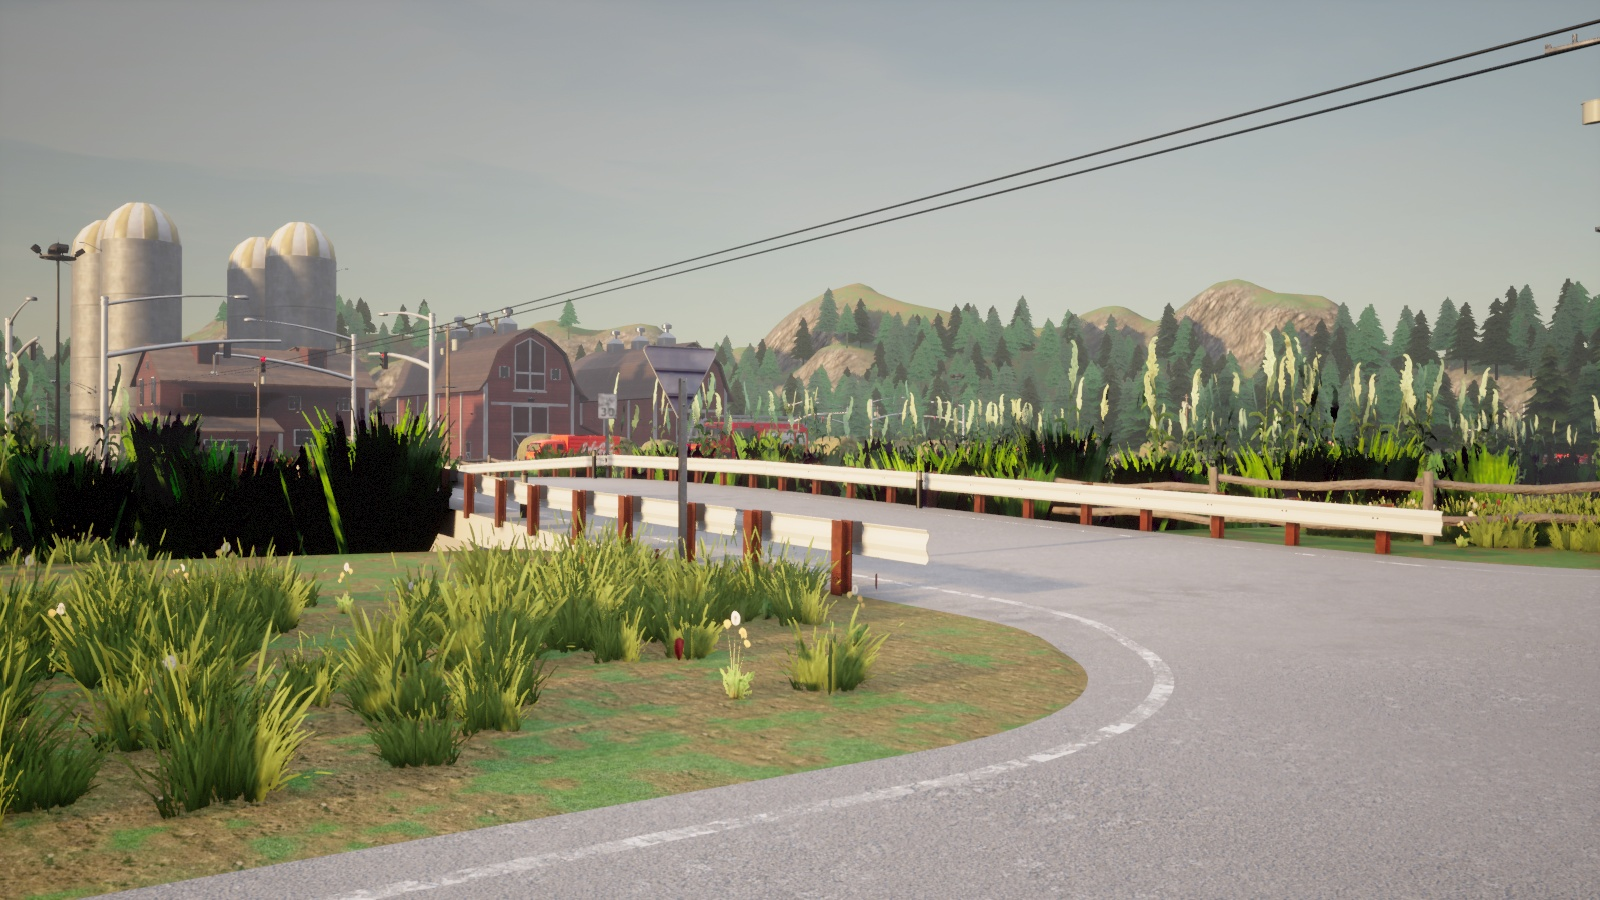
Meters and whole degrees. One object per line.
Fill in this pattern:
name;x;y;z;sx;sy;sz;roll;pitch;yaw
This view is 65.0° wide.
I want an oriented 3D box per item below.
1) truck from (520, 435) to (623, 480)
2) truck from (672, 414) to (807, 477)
truck;-13.117;0.428;72.226;5.204;2.467;2.627;0;0;-38
truck;-3.751;-0.252;79.602;8.468;3.827;2.891;0;0;-38
